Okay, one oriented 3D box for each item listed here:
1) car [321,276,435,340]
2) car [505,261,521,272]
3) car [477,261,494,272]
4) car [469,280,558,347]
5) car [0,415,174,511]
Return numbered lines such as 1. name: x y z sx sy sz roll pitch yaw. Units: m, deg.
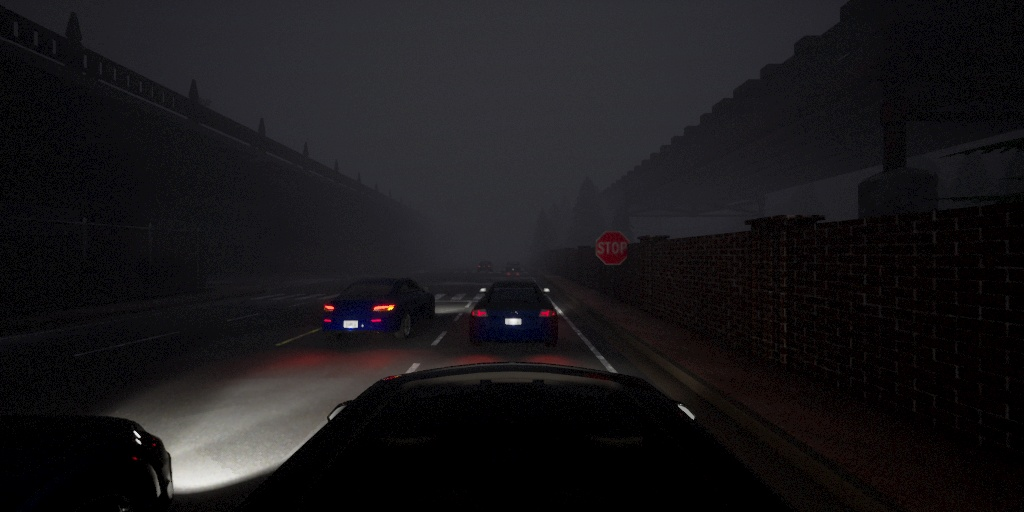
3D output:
1. car: -3.412 1.277 9.880 1.812 1.442 4.674 0 0 0
2. car: 0.102 1.356 46.168 1.895 1.301 4.718 0 0 -1
3. car: -3.393 1.303 45.997 2.033 1.411 5.357 0 0 -1
4. car: 0.069 1.315 9.357 1.994 1.385 4.181 0 0 1
5. car: -3.399 1.314 0.784 1.994 1.385 4.181 0 0 0
